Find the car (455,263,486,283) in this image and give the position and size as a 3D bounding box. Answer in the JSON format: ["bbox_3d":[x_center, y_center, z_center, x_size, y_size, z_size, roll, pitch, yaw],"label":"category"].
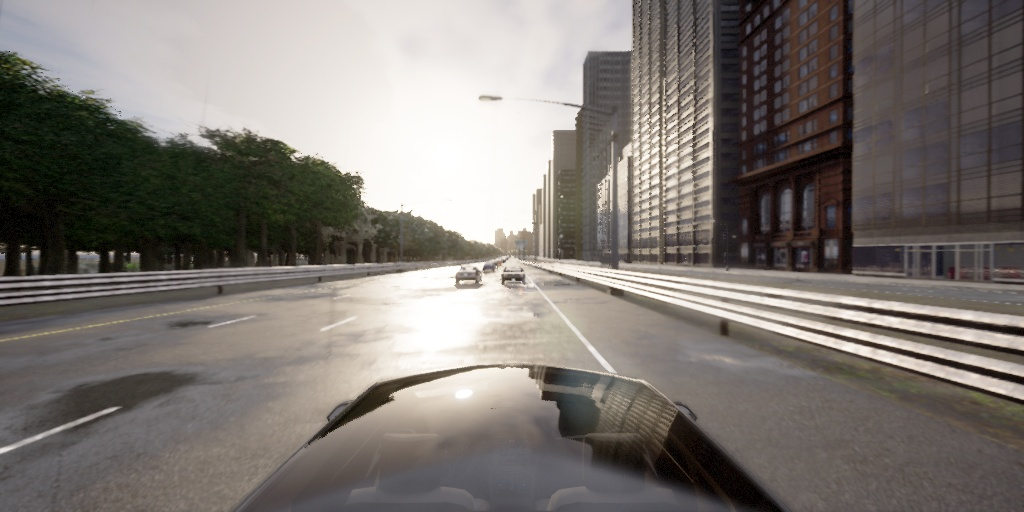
[{"bbox_3d":[-3.547,1.486,29.801,2.033,1.411,5.357,0,0,0],"label":"car"}]

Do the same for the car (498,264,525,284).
[{"bbox_3d":[0.094,1.541,29.650,1.895,1.301,4.718,0,0,0],"label":"car"}]

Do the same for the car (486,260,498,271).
[{"bbox_3d":[-3.674,1.697,57.772,1.812,1.442,4.674,0,-1,0],"label":"car"}]
